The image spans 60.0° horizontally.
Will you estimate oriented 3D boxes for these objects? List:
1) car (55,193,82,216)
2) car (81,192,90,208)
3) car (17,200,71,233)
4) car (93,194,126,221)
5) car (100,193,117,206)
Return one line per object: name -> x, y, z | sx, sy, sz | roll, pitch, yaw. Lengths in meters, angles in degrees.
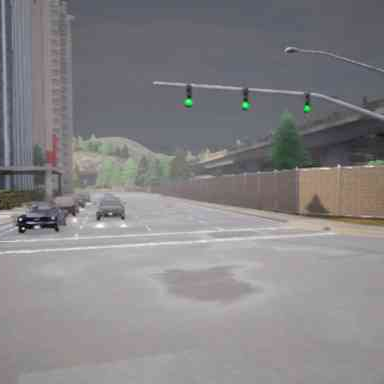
car -> -10.379, 1.096, 27.260 | 1.882, 1.535, 5.008 | -1, 1, -15
car -> -13.050, 1.019, 37.527 | 2.033, 1.411, 5.357 | -1, 1, -15
car -> -8.016, 1.349, 18.162 | 1.895, 1.301, 4.718 | -1, 1, -15
car -> -5.869, 1.125, 23.829 | 1.837, 1.490, 4.892 | -1, 1, -14
car -> -10.867, 0.892, 43.071 | 2.033, 1.411, 5.357 | -1, 1, -15
